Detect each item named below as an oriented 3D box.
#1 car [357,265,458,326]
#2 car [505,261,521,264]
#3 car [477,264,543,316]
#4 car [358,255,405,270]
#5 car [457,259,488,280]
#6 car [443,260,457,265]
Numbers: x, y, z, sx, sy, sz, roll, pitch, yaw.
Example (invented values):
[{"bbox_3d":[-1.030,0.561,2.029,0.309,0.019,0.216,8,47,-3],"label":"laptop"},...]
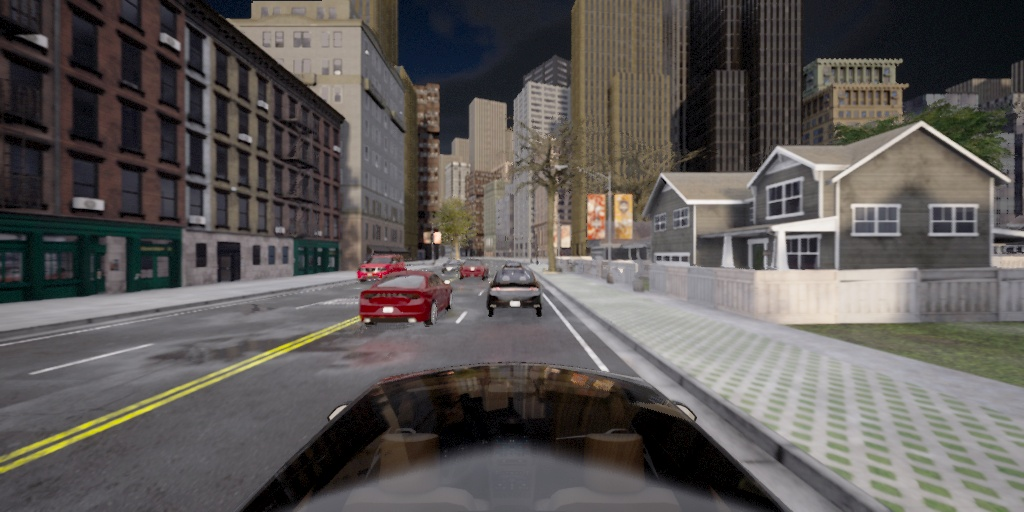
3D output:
[{"bbox_3d":[-3.156,1.217,11.607,1.882,1.535,5.008,0,0,0],"label":"car"},{"bbox_3d":[0.082,1.197,31.155,2.128,1.511,4.902,0,0,0],"label":"car"},{"bbox_3d":[0.092,1.229,13.322,2.128,1.511,4.902,0,0,0],"label":"car"},{"bbox_3d":[-9.855,0.934,27.597,2.150,2.045,5.566,0,0,0],"label":"car"},{"bbox_3d":[-3.167,1.058,30.847,2.097,1.767,4.553,0,0,0],"label":"car"},{"bbox_3d":[-6.529,1.175,39.722,2.128,1.511,4.902,0,0,0],"label":"car"}]
